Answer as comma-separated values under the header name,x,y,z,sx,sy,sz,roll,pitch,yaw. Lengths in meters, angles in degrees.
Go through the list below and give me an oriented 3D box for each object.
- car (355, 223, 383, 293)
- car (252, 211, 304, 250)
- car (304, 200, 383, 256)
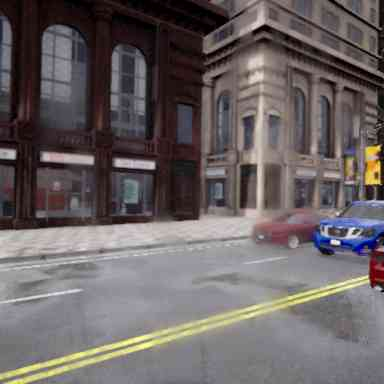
name,x,y,z,sx,sy,sz,roll,pitch,yaw
car,6.123,1.570,7.803,5.008,1.535,1.882,0,0,-35
car,4.895,1.602,15.154,5.008,1.535,1.882,1,0,-35
car,7.025,1.348,12.680,5.566,2.045,2.150,1,0,-35
